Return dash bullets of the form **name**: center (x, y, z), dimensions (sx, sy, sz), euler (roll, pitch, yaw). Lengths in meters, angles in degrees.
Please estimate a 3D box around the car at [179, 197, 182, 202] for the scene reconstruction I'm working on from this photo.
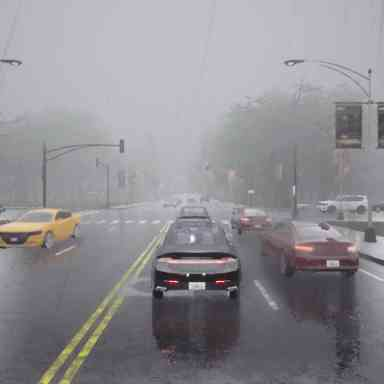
- **car**: center (-3.396, 1.705, 61.378), dimensions (2.128, 1.511, 4.902), euler (0, 0, 1)

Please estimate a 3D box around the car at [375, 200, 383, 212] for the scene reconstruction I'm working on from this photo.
- **car**: center (23.945, 1.695, 40.874), dimensions (5.008, 1.535, 1.882), euler (0, 0, 0)

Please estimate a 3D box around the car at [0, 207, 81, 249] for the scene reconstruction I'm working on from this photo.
- **car**: center (-6.542, 1.494, 14.769), dimensions (1.882, 1.535, 5.008), euler (0, 0, 1)

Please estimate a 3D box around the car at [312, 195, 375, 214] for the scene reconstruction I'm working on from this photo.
- **car**: center (17.058, 1.399, 37.567), dimensions (5.566, 2.045, 2.150), euler (0, 0, -1)

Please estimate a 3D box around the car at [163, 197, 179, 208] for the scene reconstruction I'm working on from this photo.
- **car**: center (-3.411, 1.760, 52.026), dimensions (1.895, 1.301, 4.718), euler (0, 0, 0)

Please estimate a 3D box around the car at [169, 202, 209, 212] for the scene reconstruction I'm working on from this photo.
- **car**: center (0.078, 1.517, 17.879), dimensions (2.128, 1.511, 4.902), euler (0, 0, 0)

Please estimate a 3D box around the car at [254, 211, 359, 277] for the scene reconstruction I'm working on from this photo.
- **car**: center (3.333, 1.533, 10.189), dimensions (1.812, 1.442, 4.674), euler (0, 0, 0)

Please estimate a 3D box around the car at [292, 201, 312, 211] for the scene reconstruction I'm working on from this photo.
- **car**: center (14.813, 1.772, 40.790), dimensions (4.718, 1.301, 1.895), euler (0, 0, 0)

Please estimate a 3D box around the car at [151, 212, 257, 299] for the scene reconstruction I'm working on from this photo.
- **car**: center (0.089, 1.496, 8.471), dimensions (2.128, 1.511, 4.902), euler (0, 0, 0)

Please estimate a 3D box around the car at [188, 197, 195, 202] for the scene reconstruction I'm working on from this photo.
- **car**: center (-0.122, 1.965, 92.967), dimensions (1.994, 1.385, 4.181), euler (0, -1, 0)

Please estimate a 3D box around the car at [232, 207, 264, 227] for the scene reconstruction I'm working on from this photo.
- **car**: center (3.336, 1.555, 18.997), dimensions (1.812, 1.442, 4.674), euler (0, 0, 1)

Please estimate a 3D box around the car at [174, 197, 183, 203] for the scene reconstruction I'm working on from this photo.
- **car**: center (-3.357, 1.945, 81.766), dimensions (2.033, 1.411, 5.357), euler (0, -1, 0)

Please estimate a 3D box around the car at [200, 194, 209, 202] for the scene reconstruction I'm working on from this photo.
- **car**: center (3.143, 1.642, 82.584), dimensions (2.150, 2.045, 5.566), euler (0, -1, 0)

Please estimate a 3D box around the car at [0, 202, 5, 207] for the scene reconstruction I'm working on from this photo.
- **car**: center (-20.181, 1.224, 30.536), dimensions (5.566, 2.045, 2.150), euler (0, 0, -1)

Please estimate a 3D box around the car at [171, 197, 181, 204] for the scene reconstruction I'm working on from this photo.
- **car**: center (-3.344, 1.850, 71.289), dimensions (1.994, 1.385, 4.181), euler (0, -1, 0)

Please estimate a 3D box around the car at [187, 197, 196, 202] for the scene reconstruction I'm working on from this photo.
- **car**: center (-0.107, 1.893, 82.514), dimensions (1.882, 1.535, 5.008), euler (0, -1, 0)
